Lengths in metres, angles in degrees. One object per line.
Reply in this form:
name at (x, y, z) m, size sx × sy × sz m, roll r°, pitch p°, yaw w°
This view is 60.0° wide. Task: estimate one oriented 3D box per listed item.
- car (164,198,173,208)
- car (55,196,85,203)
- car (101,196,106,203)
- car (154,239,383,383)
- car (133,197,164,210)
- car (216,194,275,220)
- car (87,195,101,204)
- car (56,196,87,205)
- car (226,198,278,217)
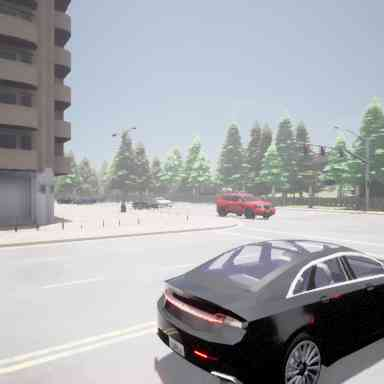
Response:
car at (-4.456, 1.470, 46.545) m, size 1.812 × 1.442 × 4.674 m, roll 0°, pitch 0°, yaw -37°
car at (-24.057, 1.492, 65.558) m, size 5.357 × 1.411 × 2.033 m, roll 0°, pitch 0°, yaw 15°
car at (-20.007, 1.447, 67.747) m, size 4.902 × 1.511 × 2.128 m, roll 0°, pitch 0°, yaw 18°
car at (1.810, 1.492, 5.077) m, size 4.902 × 1.511 × 2.128 m, roll 0°, pitch 0°, yaw -35°
car at (-5.903, 1.449, 42.620) m, size 1.837 × 1.490 × 4.892 m, roll 0°, pitch 0°, yaw -36°
car at (4.318, 1.166, 28.008) m, size 2.150 × 2.045 × 5.566 m, roll 0°, pitch 0°, yaw -35°
car at (-19.440, 1.553, 60.090) m, size 4.718 × 1.301 × 1.895 m, roll 0°, pitch 0°, yaw 26°
car at (-20.818, 1.465, 56.857) m, size 4.892 × 1.490 × 1.837 m, roll 0°, pitch 0°, yaw 26°
car at (5.692, 1.422, 32.161) m, size 1.882 × 1.535 × 5.008 m, roll 0°, pitch 0°, yaw -35°
